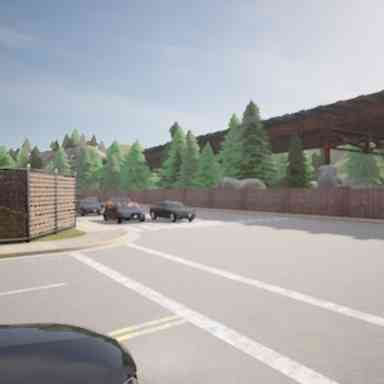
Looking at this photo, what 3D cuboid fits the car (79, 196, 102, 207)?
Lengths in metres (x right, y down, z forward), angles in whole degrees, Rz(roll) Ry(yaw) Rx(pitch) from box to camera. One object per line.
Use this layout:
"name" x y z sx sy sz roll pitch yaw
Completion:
"car" -16.002 1.434 52.188 1.882 1.535 5.008 0 0 -36

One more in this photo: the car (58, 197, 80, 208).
"car" -18.069 1.530 48.799 1.994 1.385 4.181 0 0 -36

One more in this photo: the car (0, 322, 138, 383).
"car" -2.552 1.529 1.923 4.674 1.442 1.812 0 0 -36

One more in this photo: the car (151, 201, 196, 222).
"car" -1.598 1.470 26.018 1.837 1.490 4.892 0 0 -36

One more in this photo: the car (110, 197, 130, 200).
"car" -7.002 1.317 33.478 2.097 1.767 4.553 0 0 -36

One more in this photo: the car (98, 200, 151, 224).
"car" -5.118 1.538 24.916 1.994 1.385 4.181 0 0 -36

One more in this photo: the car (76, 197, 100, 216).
"car" -10.146 1.479 31.854 1.837 1.490 4.892 0 0 -36
